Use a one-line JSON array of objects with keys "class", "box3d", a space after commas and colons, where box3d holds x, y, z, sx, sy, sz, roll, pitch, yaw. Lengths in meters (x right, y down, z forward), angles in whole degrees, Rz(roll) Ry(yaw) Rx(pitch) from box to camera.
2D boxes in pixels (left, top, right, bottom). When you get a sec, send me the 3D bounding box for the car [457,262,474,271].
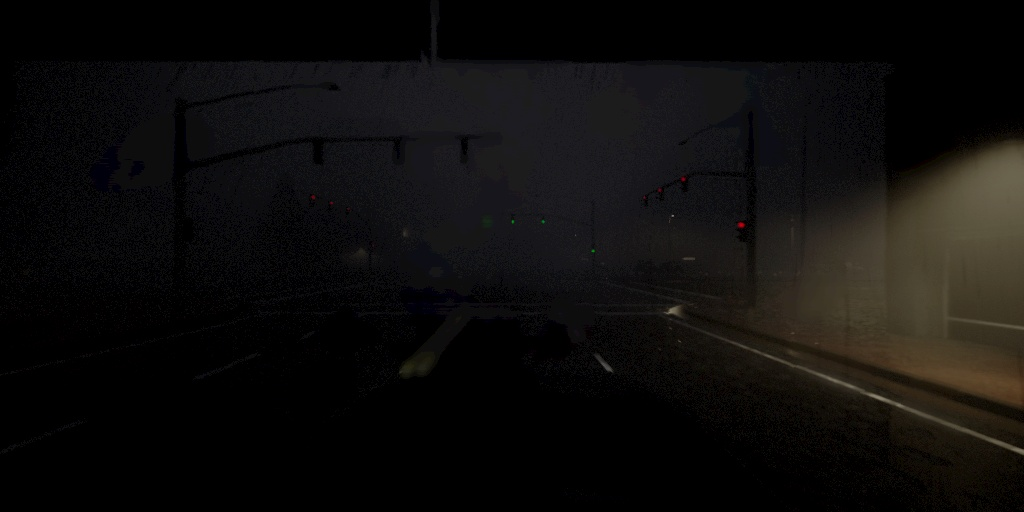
[{"class": "car", "box3d": [-8.072, 1.866, 61.022, 1.994, 1.385, 4.181, 0, -1, 0]}]
